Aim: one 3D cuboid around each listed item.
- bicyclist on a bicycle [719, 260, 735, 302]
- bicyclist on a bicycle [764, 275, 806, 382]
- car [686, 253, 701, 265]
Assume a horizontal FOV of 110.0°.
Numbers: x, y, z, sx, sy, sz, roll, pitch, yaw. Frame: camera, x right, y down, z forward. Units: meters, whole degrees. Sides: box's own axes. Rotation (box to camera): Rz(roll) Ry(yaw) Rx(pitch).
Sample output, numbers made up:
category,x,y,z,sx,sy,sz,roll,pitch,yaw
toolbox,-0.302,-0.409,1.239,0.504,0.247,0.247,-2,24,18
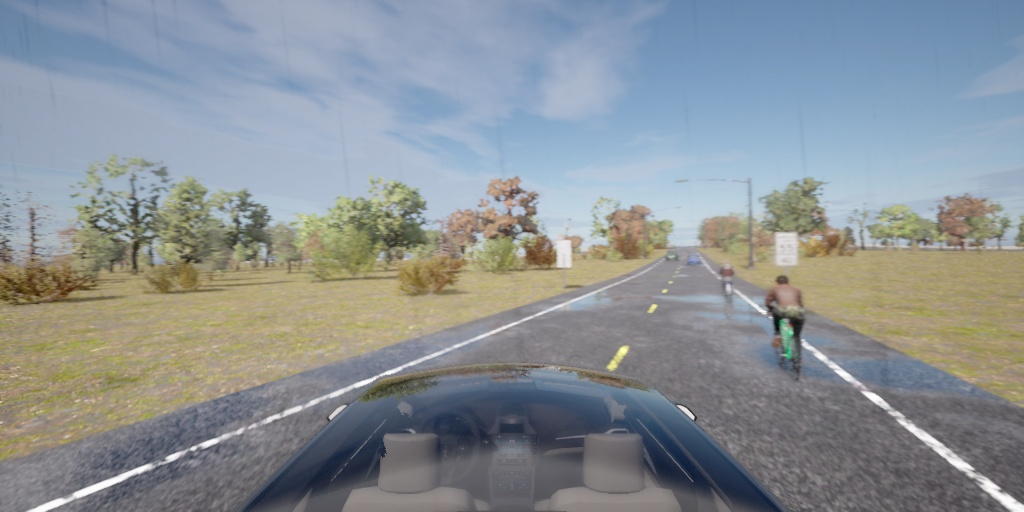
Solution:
category,x,y,z,sx,sy,sz,roll,pitch,yaw
bicyclist on a bicycle,9.312,1.041,15.547,0.659,1.776,1.843,-1,0,26
bicyclist on a bicycle,4.603,1.148,6.036,0.582,1.620,1.656,-1,-1,26
car,27.836,0.570,54.910,2.033,1.411,5.357,-1,1,26
